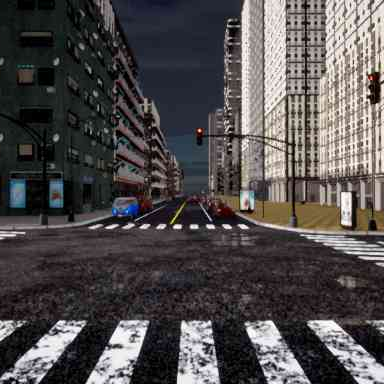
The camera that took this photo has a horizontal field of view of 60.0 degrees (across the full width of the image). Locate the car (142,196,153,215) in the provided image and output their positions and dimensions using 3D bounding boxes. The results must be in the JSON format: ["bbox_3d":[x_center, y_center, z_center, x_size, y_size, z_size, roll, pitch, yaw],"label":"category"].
[{"bbox_3d":[-5.667,1.328,33.939,2.192,1.841,5.009,0,0,0],"label":"car"}]

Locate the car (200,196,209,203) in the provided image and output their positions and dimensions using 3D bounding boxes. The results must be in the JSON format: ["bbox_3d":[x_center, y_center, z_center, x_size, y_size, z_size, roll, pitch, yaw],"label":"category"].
[{"bbox_3d":[2.728,1.590,72.627,1.887,1.381,4.507,0,0,0],"label":"car"}]

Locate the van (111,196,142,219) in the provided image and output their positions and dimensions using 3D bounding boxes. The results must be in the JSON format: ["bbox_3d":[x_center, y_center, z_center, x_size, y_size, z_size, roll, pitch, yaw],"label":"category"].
[{"bbox_3d":[-5.670,1.351,28.411,1.690,1.788,3.998,0,0,0],"label":"van"}]

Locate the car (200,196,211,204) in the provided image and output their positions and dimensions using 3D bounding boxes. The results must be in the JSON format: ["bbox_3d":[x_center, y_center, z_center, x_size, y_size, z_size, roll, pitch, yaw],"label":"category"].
[{"bbox_3d":[2.726,1.590,67.100,2.008,1.369,4.403,0,0,0],"label":"car"}]

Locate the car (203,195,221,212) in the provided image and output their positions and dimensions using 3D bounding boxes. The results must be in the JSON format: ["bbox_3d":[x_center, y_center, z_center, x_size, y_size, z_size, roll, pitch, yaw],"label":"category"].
[{"bbox_3d":[2.715,1.456,39.462,1.967,1.590,4.097,0,0,0],"label":"car"}]

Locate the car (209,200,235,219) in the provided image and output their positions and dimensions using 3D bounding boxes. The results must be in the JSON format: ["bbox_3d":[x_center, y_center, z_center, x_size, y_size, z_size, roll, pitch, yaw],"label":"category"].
[{"bbox_3d":[2.709,1.591,28.406,1.802,1.307,4.206,0,0,0],"label":"car"}]

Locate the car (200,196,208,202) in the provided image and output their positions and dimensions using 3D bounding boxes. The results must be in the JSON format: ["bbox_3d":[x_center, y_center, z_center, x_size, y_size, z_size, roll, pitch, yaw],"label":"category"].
[{"bbox_3d":[2.730,1.634,78.155,1.802,1.307,4.206,0,0,0],"label":"car"}]

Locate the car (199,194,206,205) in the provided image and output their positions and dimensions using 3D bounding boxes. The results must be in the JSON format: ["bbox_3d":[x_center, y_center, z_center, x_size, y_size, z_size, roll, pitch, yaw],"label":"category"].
[{"bbox_3d":[2.722,1.468,56.044,1.967,1.590,4.097,0,0,0],"label":"car"}]

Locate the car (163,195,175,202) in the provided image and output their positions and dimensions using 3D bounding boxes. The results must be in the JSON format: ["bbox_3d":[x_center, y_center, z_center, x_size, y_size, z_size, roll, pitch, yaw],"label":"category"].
[{"bbox_3d":[-5.649,1.492,78.159,1.967,1.590,4.097,0,0,0],"label":"car"}]

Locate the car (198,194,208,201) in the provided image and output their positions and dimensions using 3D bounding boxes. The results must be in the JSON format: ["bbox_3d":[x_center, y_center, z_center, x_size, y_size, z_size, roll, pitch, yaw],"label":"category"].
[{"bbox_3d":[2.734,1.373,83.683,2.192,1.841,5.009,0,0,0],"label":"car"}]

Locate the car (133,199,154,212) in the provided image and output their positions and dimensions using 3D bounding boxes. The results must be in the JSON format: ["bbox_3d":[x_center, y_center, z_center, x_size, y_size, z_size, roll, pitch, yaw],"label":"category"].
[{"bbox_3d":[-5.667,1.560,39.467,1.887,1.381,4.507,0,0,0],"label":"car"}]

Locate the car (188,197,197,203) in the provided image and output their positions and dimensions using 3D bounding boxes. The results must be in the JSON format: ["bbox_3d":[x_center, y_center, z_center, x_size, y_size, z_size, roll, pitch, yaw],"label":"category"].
[{"bbox_3d":[0.129,1.643,69.709,1.895,1.301,4.718,0,0,0],"label":"car"}]

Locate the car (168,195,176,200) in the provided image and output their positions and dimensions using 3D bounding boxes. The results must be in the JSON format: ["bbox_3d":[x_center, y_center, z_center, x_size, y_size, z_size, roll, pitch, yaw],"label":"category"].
[{"bbox_3d":[-5.643,1.640,94.742,1.947,1.339,4.313,0,0,0],"label":"car"}]
